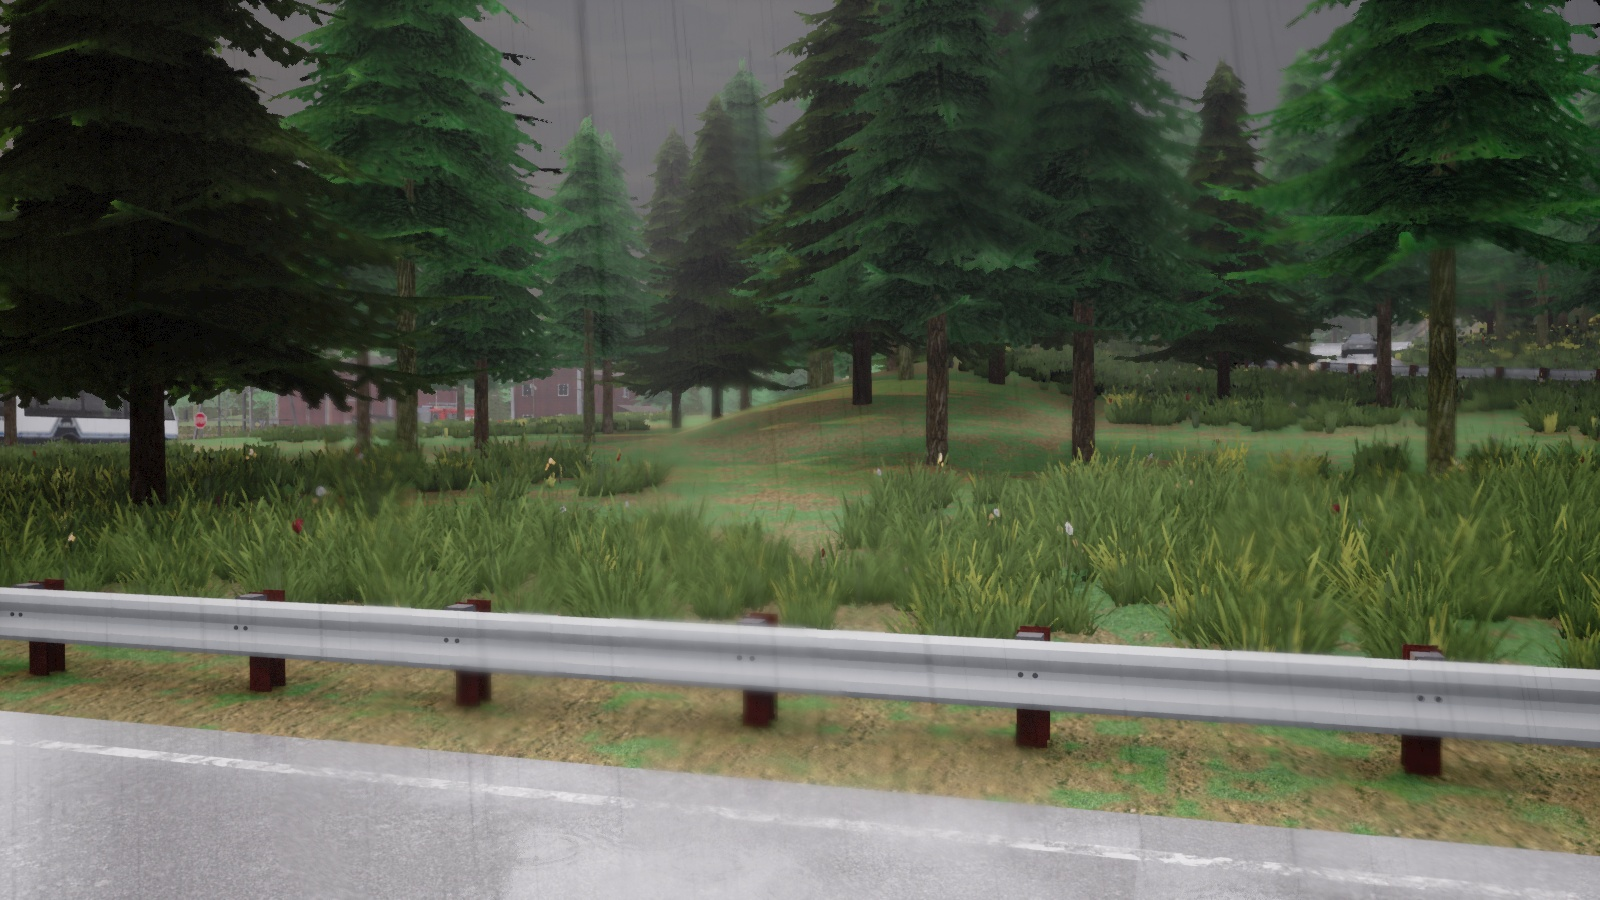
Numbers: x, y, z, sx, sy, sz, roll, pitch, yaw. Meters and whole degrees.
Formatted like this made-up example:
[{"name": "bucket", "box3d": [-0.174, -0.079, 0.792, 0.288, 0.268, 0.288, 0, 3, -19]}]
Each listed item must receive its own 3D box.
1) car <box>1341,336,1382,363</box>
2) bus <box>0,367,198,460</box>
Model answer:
[{"name": "car", "box3d": [32.386, -5.824, 72.371, 1.994, 1.385, 4.181, 1, 6, 26]}, {"name": "bus", "box3d": [-35.729, -1.667, 63.040, 3.944, 4.253, 10.273, 1, 0, 17]}]
